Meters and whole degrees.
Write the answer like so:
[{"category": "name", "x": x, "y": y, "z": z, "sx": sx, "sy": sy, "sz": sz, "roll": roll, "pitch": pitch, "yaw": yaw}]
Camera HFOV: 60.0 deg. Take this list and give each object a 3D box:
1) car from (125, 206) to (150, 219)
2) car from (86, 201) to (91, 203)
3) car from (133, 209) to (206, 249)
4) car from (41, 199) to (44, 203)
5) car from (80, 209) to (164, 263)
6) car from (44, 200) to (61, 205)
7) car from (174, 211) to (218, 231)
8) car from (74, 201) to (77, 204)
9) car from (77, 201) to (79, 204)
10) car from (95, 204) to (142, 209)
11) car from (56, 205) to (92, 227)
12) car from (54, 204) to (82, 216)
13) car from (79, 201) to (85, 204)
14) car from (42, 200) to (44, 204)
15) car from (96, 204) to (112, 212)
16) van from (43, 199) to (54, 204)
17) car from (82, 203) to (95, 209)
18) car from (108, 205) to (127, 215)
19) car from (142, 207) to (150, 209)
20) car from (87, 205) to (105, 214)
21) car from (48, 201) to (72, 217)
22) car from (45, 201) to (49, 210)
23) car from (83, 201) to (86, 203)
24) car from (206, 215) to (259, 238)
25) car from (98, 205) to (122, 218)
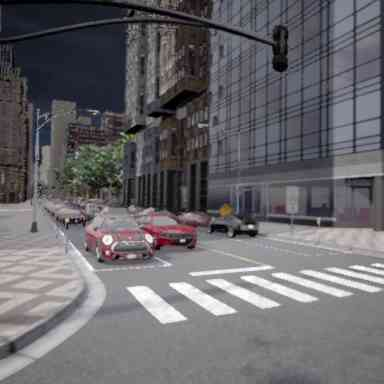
[{"category": "car", "x": -6.792, "y": 2.527, "z": 41.080, "sx": 2.008, "sy": 1.369, "sz": 4.403, "roll": 2, "pitch": -2, "yaw": -25}, {"category": "car", "x": -20.872, "y": 3.156, "z": 71.020, "sx": 1.752, "sy": 1.417, "sz": 4.829, "roll": 2, "pitch": -2, "yaw": -25}, {"category": "car", "x": -1.441, "y": 1.781, "z": 15.940, "sx": 1.882, "sy": 1.535, "sz": 5.008, "roll": 2, "pitch": -2, "yaw": -26}, {"category": "car", "x": -35.520, "y": 3.029, "z": 82.156, "sx": 2.192, "sy": 1.841, "sz": 5.009, "roll": 2, "pitch": -2, "yaw": -25}, {"category": "car", "x": -2.845, "y": 1.621, "z": 12.672, "sx": 1.967, "sy": 1.590, "sz": 4.097, "roll": 2, "pitch": -2, "yaw": -26}, {"category": "car", "x": -26.182, "y": 2.722, "z": 62.293, "sx": 1.967, "sy": 1.590, "sz": 4.097, "roll": 2, "pitch": -2, "yaw": -25}, {"category": "car", "x": 0.211, "y": 2.223, "z": 26.187, "sx": 1.802, "sy": 1.307, "sz": 4.206, "roll": 2, "pitch": -2, "yaw": -25}, {"category": "car", "x": -30.134, "y": 3.374, "z": 90.729, "sx": 2.192, "sy": 1.841, "sz": 5.009, "roll": 2, "pitch": -2, "yaw": -25}, {"category": "car", "x": -27.876, "y": 3.480, "z": 85.913, "sx": 1.752, "sy": 1.417, "sz": 4.829, "roll": 2, "pitch": -2, "yaw": -25}, {"category": "car", "x": -5.569, "y": 1.853, "z": 24.725, "sx": 2.097, "sy": 1.767, "sz": 4.553, "roll": 2, "pitch": -2, "yaw": -25}, {"category": "car", "x": -9.839, "y": 2.060, "z": 27.534, "sx": 1.887, "sy": 1.381, "sz": 4.507, "roll": 2, "pitch": -2, "yaw": -25}, {"category": "car", "x": -12.101, "y": 2.148, "z": 32.346, "sx": 1.752, "sy": 1.417, "sz": 4.829, "roll": 2, "pitch": -2, "yaw": -25}, {"category": "car", "x": -25.466, "y": 3.159, "z": 80.801, "sx": 2.192, "sy": 1.841, "sz": 5.009, "roll": 2, "pitch": -2, "yaw": -25}, {"category": "car", "x": -33.187, "y": 3.046, "z": 77.187, "sx": 1.967, "sy": 1.590, "sz": 4.097, "roll": 2, "pitch": -2, "yaw": -25}, {"category": "car", "x": -16.131, "y": 2.978, "z": 60.937, "sx": 1.947, "sy": 1.339, "sz": 4.313, "roll": 2, "pitch": -2, "yaw": -25}, {"category": "van", "x": -30.851, "y": 2.839, "z": 72.225, "sx": 1.690, "sy": 1.788, "sz": 3.998, "roll": 2, "pitch": -2, "yaw": -25}, {"category": "car", "x": -9.923, "y": 2.214, "z": 33.997, "sx": 1.837, "sy": 1.490, "sz": 4.892, "roll": 2, "pitch": -2, "yaw": -25}, {"category": "car", "x": -11.462, "y": 2.747, "z": 51.009, "sx": 2.008, "sy": 1.369, "sz": 4.403, "roll": 2, "pitch": -2, "yaw": -25}, {"category": "car", "x": -4.530, "y": 2.393, "z": 36.271, "sx": 1.752, "sy": 1.417, "sz": 4.829, "roll": 2, "pitch": -2, "yaw": -25}, {"category": "car", "x": -15.163, "y": 2.775, "z": 52.386, "sx": 1.895, "sy": 1.301, "sz": 4.718, "roll": 2, "pitch": -2, "yaw": -25}, {"category": "car", "x": -16.842, "y": 2.289, "z": 42.432, "sx": 1.967, "sy": 1.590, "sz": 4.097, "roll": 2, "pitch": -2, "yaw": -25}, {"category": "car", "x": -23.776, "y": 2.696, "z": 57.171, "sx": 1.752, "sy": 1.417, "sz": 4.829, "roll": 2, "pitch": -2, "yaw": -25}, {"category": "car", "x": -23.135, "y": 3.317, "z": 75.829, "sx": 1.802, "sy": 1.307, "sz": 4.206, "roll": 2, "pitch": -2, "yaw": -25}, {"category": "car", "x": 2.546, "y": 2.096, "z": 21.224, "sx": 1.947, "sy": 1.339, "sz": 4.313, "roll": 2, "pitch": -2, "yaw": -25}, {"category": "car", "x": -10.684, "y": 2.459, "z": 42.968, "sx": 2.128, "sy": 1.511, "sz": 4.902, "roll": 2, "pitch": -2, "yaw": -24}]
